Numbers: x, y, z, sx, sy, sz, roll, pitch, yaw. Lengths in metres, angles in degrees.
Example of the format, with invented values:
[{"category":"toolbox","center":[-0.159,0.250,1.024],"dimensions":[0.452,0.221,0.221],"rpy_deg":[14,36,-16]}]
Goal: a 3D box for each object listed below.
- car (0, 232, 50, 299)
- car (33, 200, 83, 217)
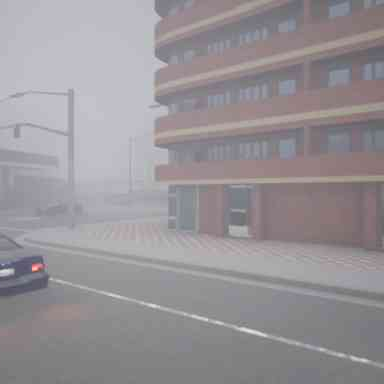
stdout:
[{"category":"car","center":[-5.414,1.545,7.740],"dimensions":[5.357,1.411,2.033],"rpy_deg":[0,0,38]},{"category":"car","center":[-12.405,1.519,31.138],"dimensions":[1.812,1.442,4.674],"rpy_deg":[0,0,34]}]
